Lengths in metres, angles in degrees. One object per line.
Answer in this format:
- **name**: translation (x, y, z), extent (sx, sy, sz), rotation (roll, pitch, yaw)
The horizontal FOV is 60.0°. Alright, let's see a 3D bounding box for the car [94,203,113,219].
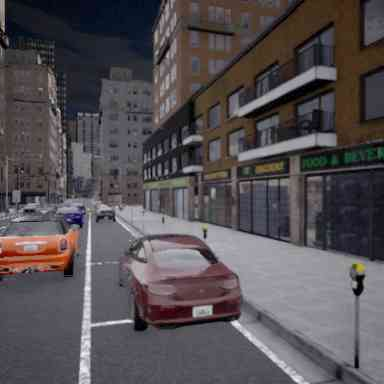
- **car**: translation (-9.589, 2.011, 35.727), extent (1.752, 1.417, 4.829), rotation (-1, -1, -17)

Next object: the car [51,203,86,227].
- **car**: translation (-9.336, 1.842, 25.451), extent (1.882, 1.535, 5.008), rotation (0, -1, -17)

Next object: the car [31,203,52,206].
- **car**: translation (-16.350, 2.039, 37.597), extent (2.128, 1.511, 4.902), rotation (0, -1, -17)

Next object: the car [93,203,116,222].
- **car**: translation (-7.904, 1.963, 30.223), extent (2.008, 1.369, 4.403), rotation (-1, -1, -17)

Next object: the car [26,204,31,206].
- **car**: translation (-20.979, 2.190, 43.741), extent (1.887, 1.381, 4.507), rotation (-1, -1, -17)

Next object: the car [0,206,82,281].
- **car**: translation (-4.818, 1.513, 10.710), extent (2.097, 1.767, 4.553), rotation (0, -1, -17)

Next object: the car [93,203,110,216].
- **car**: translation (-11.174, 2.121, 40.905), extent (1.947, 1.339, 4.313), rotation (-1, -1, -17)

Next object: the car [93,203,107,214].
- **car**: translation (-12.808, 2.209, 46.246), extent (1.802, 1.307, 4.206), rotation (-1, -1, -17)

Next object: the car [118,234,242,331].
- **car**: translation (-0.519, 1.616, 7.088), extent (1.812, 1.442, 4.674), rotation (0, -1, -17)
